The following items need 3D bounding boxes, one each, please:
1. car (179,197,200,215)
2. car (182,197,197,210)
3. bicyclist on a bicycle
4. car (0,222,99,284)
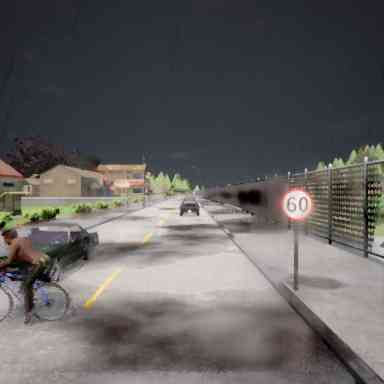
[{"bbox_3d":[-0.233,1.506,33.366,1.837,1.490,4.892,0,0,-1],"label":"car"},{"bbox_3d":[-0.360,1.505,45.102,1.837,1.490,4.892,0,0,-1],"label":"car"},{"bbox_3d":[-2.943,1.454,5.709,1.656,1.620,0.582,-2,0,-1],"label":"bicyclist on a bicycle"},{"bbox_3d":[-4.180,1.600,9.505,1.895,1.301,4.718,0,0,0],"label":"car"}]
